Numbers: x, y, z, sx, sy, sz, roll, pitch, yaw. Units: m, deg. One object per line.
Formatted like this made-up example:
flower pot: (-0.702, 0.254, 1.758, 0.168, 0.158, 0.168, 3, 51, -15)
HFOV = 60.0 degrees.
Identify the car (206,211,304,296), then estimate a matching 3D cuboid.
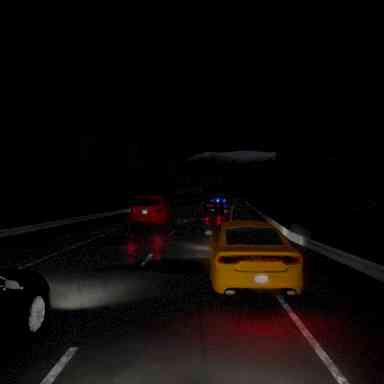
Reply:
car: (1.392, 1.478, 8.698, 1.882, 1.535, 5.008, 0, 0, 2)

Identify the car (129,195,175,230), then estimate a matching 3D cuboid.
car: (-2.441, 1.222, 21.475, 2.150, 2.045, 5.566, 0, 0, 5)

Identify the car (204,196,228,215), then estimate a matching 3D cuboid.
car: (2.316, 1.491, 33.963, 2.128, 1.511, 4.902, 0, 0, 8)

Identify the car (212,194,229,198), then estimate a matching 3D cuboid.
car: (3.669, 1.221, 44.326, 2.150, 2.045, 5.566, 0, 0, 8)

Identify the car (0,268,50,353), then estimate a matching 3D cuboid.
car: (-3.310, 1.505, 3.657, 1.837, 1.490, 4.892, 0, 0, 1)
